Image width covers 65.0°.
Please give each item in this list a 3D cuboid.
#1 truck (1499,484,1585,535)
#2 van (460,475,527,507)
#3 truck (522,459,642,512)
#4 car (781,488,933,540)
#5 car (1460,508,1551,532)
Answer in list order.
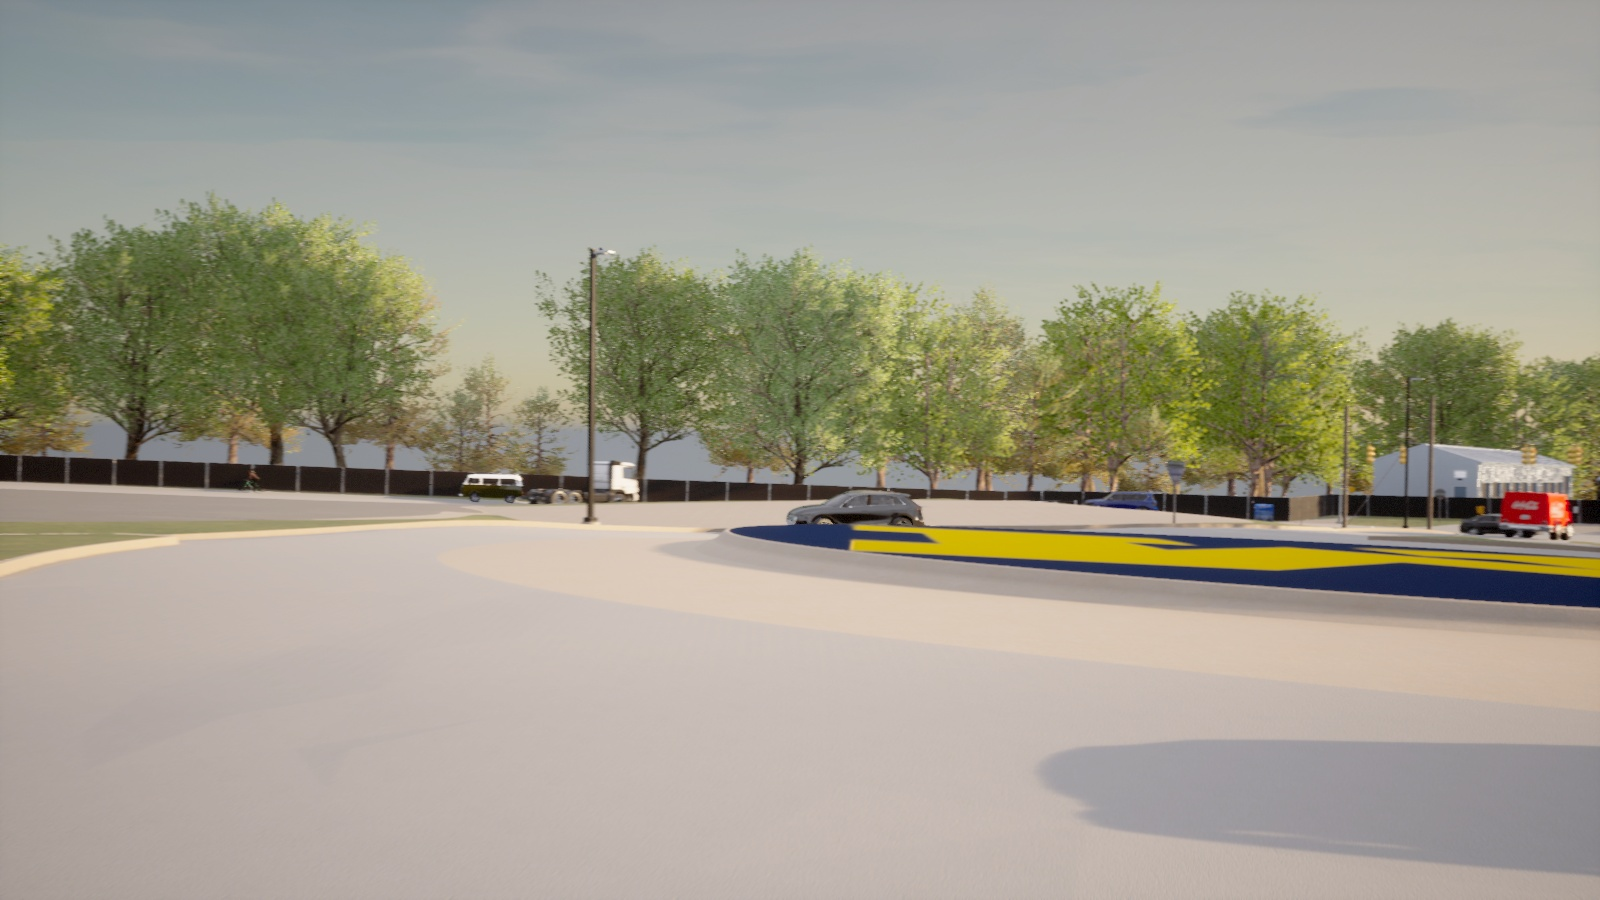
[{"bbox_3d":[39.602,3.195,66.976,5.204,2.467,2.627,4,-2,-44],"label":"truck"},{"bbox_3d":[-21.979,2.920,90.119,4.480,2.038,2.069,2,1,-11],"label":"van"},{"bbox_3d":[-14.971,2.467,86.752,2.891,3.462,7.936,0,-2,45],"label":"truck"},{"bbox_3d":[1.966,2.195,43.581,4.856,1.649,2.033,0,0,-19],"label":"car"},{"bbox_3d":[46.549,4.619,82.911,4.892,1.490,1.837,-3,-2,42],"label":"car"}]
